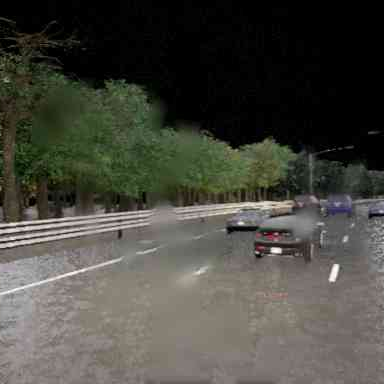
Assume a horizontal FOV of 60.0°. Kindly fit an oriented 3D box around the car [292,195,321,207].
[{"bbox_3d":[12.124,1.394,35.132,2.150,2.045,5.566,-2,-1,31],"label":"car"}]

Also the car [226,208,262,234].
[{"bbox_3d":[3.559,1.650,19.689,1.994,1.385,4.181,-2,-1,28],"label":"car"}]

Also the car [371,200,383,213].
[{"bbox_3d":[21.454,1.630,37.361,1.994,1.385,4.181,-2,-2,32],"label":"car"}]

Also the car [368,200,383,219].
[{"bbox_3d":[16.083,1.519,28.153,1.994,1.385,4.181,-2,-1,31],"label":"car"}]

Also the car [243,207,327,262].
[{"bbox_3d":[3.638,1.512,12.246,1.837,1.490,4.892,-2,-1,27],"label":"car"}]

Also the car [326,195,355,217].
[{"bbox_3d":[14.127,1.282,31.637,2.150,2.045,5.566,-2,-1,30],"label":"car"}]
